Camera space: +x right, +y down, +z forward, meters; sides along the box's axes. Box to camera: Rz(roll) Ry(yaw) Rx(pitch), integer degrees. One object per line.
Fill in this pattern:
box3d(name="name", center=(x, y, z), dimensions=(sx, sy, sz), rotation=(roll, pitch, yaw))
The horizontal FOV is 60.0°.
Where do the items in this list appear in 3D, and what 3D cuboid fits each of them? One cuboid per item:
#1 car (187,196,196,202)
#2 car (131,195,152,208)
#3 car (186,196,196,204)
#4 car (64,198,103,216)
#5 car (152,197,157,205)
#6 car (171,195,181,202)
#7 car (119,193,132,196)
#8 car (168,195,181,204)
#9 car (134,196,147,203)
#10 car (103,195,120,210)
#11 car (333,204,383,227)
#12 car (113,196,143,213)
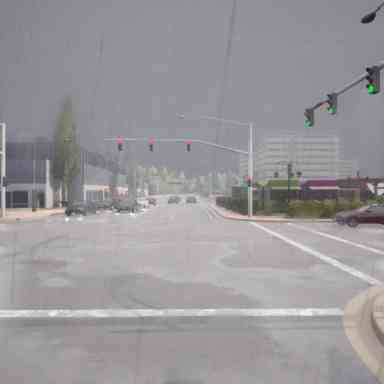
box3d(name="car", center=(-0.149, 1.468, 74.848), dimensions=(1.895, 1.301, 4.718), rotation=(0, 0, 0))
box3d(name="car", center=(-7.187, 1.526, 46.837), dimensions=(1.812, 1.442, 4.674), rotation=(0, 0, 0))
box3d(name="car", center=(-0.129, 1.491, 64.543), dimensions=(2.128, 1.511, 4.902), rotation=(0, 0, 0))
box3d(name="car", center=(-10.665, 1.547, 32.557), dimensions=(2.033, 1.411, 5.357), rotation=(0, 0, 0))
box3d(name="car", center=(-7.195, 1.564, 56.797), dimensions=(1.994, 1.385, 4.181), rotation=(0, 0, 0))
box3d(name="car", center=(-3.649, 1.425, 74.809), dimensions=(1.994, 1.385, 4.181), rotation=(0, 0, 0))
box3d(name="car", center=(-10.697, 1.221, 52.717), dimensions=(2.150, 2.045, 5.566), rotation=(0, 0, 0))
box3d(name="car", center=(-3.629, 1.547, 64.536), dimensions=(2.033, 1.411, 5.357), rotation=(0, 0, 0))
box3d(name="car", center=(-10.637, 1.524, 68.917), dimensions=(2.033, 1.411, 5.357), rotation=(0, 0, 0))
box3d(name="car", center=(-10.683, 1.505, 42.113), dimensions=(1.837, 1.490, 4.892), rotation=(0, 0, 0))
box3d(name="car", center=(11.762, 1.526, 21.899), dimensions=(4.674, 1.442, 1.812), rotation=(0, 0, 1))
box3d(name="car", center=(-7.175, 1.505, 37.651), dimensions=(1.837, 1.490, 4.892), rotation=(0, 0, 0))
